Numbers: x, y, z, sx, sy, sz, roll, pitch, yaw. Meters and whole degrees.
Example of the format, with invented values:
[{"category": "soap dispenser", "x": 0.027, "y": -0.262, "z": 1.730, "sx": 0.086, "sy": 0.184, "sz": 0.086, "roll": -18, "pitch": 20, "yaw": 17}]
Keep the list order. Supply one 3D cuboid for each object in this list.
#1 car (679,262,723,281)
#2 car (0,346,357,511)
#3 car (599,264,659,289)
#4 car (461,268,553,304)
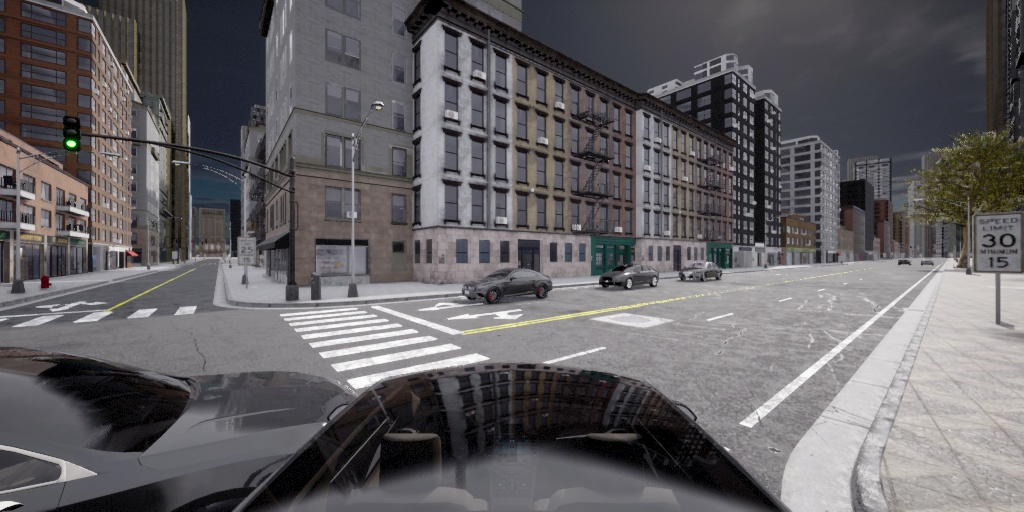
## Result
[{"category": "car", "x": 15.538, "y": 1.235, "z": 29.467, "sx": 4.902, "sy": 1.511, "sz": 2.128, "roll": 0, "pitch": 0, "yaw": -39}, {"category": "car", "x": -3.229, "y": 1.257, "z": 1.721, "sx": 4.892, "sy": 1.490, "sz": 1.837, "roll": 0, "pitch": 0, "yaw": -35}, {"category": "car", "x": 7.556, "y": 1.258, "z": 22.963, "sx": 4.892, "sy": 1.490, "sz": 1.837, "roll": 0, "pitch": 0, "yaw": -39}, {"category": "car", "x": -0.109, "y": 1.286, "z": 16.706, "sx": 4.674, "sy": 1.442, "sz": 1.812, "roll": 0, "pitch": 0, "yaw": -39}]
